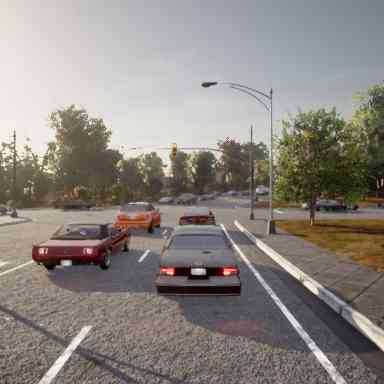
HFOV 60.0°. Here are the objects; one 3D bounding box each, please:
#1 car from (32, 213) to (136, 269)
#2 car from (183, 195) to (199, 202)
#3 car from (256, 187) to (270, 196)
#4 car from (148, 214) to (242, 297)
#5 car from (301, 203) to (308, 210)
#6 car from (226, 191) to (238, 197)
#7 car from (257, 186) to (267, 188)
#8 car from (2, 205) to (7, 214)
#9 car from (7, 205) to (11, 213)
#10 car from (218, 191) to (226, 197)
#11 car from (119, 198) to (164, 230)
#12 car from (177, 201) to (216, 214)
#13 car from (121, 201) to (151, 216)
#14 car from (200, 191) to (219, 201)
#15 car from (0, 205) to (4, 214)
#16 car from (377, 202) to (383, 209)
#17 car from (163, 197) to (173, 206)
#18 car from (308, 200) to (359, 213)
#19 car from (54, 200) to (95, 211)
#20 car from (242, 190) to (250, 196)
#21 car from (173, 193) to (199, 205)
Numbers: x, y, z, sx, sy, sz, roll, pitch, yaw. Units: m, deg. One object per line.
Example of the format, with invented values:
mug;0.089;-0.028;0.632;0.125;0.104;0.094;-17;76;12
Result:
car;-3.336;1.618;11.130;1.895;1.301;4.718;0;0;1
car;-0.215;1.330;71.568;1.895;1.301;4.718;0;2;21
car;17.866;0.264;83.786;1.895;1.301;4.718;0;3;33
car;0.144;1.558;8.792;2.033;1.411;5.357;0;0;0
car;16.053;1.662;41.249;4.718;1.301;1.895;-1;0;4
car;10.139;0.404;84.568;1.812;1.442;4.674;0;3;30
car;20.017;-0.763;93.188;2.150;2.045;5.566;0;3;38
car;-21.556;1.708;32.839;4.902;1.511;2.128;-1;0;4
car;-22.425;1.745;36.385;4.902;1.511;2.128;-1;0;2
car;5.982;0.557;84.293;2.033;1.411;5.357;0;3;28
car;-3.138;1.397;20.108;2.097;1.767;4.553;0;0;2
car;0.330;1.518;18.539;1.882;1.535;5.008;0;0;2
car;-5.830;1.694;34.993;1.895;1.301;4.718;0;0;6
car;3.520;1.218;71.460;2.033;1.411;5.357;0;2;23
car;-3.408;1.222;1.359;2.150;2.045;5.566;0;0;-1
car;25.750;1.401;40.656;5.357;1.411;2.033;-2;0;3
car;-4.555;1.614;59.262;1.812;1.442;4.674;0;1;17
car;16.123;1.646;37.739;4.718;1.301;1.895;-1;0;4
car;-15.077;1.749;42.821;4.718;1.301;1.895;-1;0;-3
car;14.325;0.261;84.711;2.128;1.511;4.902;0;3;33
car;-0.987;1.293;59.016;2.150;2.045;5.566;0;1;17
